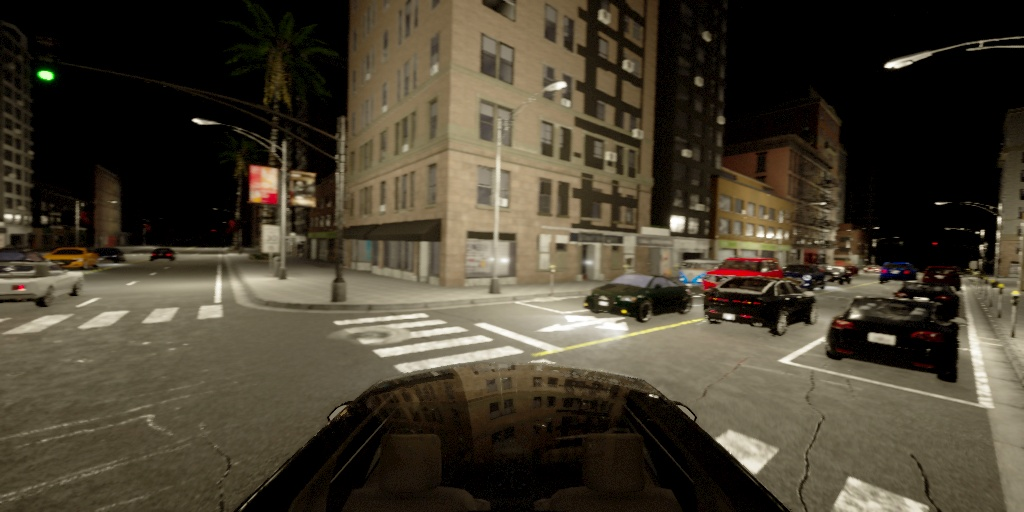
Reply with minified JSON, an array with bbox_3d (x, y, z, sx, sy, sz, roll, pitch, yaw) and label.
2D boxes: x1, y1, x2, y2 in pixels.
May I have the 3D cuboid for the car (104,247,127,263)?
[{"bbox_3d":[-37.673,-0.084,33.433,1.812,1.442,4.674,0,1,-39],"label":"car"}]

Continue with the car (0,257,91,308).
[{"bbox_3d":[-15.254,0.836,11.104,1.895,1.301,4.718,0,1,-39],"label":"car"}]

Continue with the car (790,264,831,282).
[{"bbox_3d":[19.630,1.363,24.468,4.553,1.767,2.097,1,2,-39],"label":"car"}]

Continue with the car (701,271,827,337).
[{"bbox_3d":[7.752,1.391,11.078,4.892,1.490,1.837,1,1,-37],"label":"car"}]

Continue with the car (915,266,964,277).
[{"bbox_3d":[33.931,1.762,28.368,5.009,1.841,2.192,0,0,-39],"label":"car"}]

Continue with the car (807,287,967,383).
[{"bbox_3d":[8.211,1.541,7.730,4.313,1.339,1.948,0,0,-39],"label":"car"}]

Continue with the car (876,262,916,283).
[{"bbox_3d":[36.834,1.651,34.178,5.566,2.045,2.150,1,2,-39],"label":"car"}]

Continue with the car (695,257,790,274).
[{"bbox_3d":[11.786,1.090,18.180,5.566,2.045,2.150,1,2,-39],"label":"car"}]

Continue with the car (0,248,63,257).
[{"bbox_3d":[-25.338,0.459,18.110,2.033,1.411,5.357,0,1,-39],"label":"car"}]

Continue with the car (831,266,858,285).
[{"bbox_3d":[27.610,1.654,30.824,4.902,1.511,2.128,1,2,-38],"label":"car"}]

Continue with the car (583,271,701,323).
[{"bbox_3d":[4.364,1.301,12.242,4.181,1.385,1.994,1,2,-39],"label":"car"}]

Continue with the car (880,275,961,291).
[{"bbox_3d":[16.785,1.693,14.610,4.313,1.339,1.948,0,0,-39],"label":"car"}]

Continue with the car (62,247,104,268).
[{"bbox_3d":[-31.266,0.141,25.531,1.882,1.535,5.008,0,1,-39],"label":"car"}]

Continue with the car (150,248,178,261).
[{"bbox_3d":[-37.972,-0.168,39.119,2.033,1.411,5.357,0,1,-39],"label":"car"}]

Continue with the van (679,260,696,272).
[{"bbox_3d":[11.457,1.129,21.257,3.998,1.789,1.690,0,0,-39],"label":"van"}]
